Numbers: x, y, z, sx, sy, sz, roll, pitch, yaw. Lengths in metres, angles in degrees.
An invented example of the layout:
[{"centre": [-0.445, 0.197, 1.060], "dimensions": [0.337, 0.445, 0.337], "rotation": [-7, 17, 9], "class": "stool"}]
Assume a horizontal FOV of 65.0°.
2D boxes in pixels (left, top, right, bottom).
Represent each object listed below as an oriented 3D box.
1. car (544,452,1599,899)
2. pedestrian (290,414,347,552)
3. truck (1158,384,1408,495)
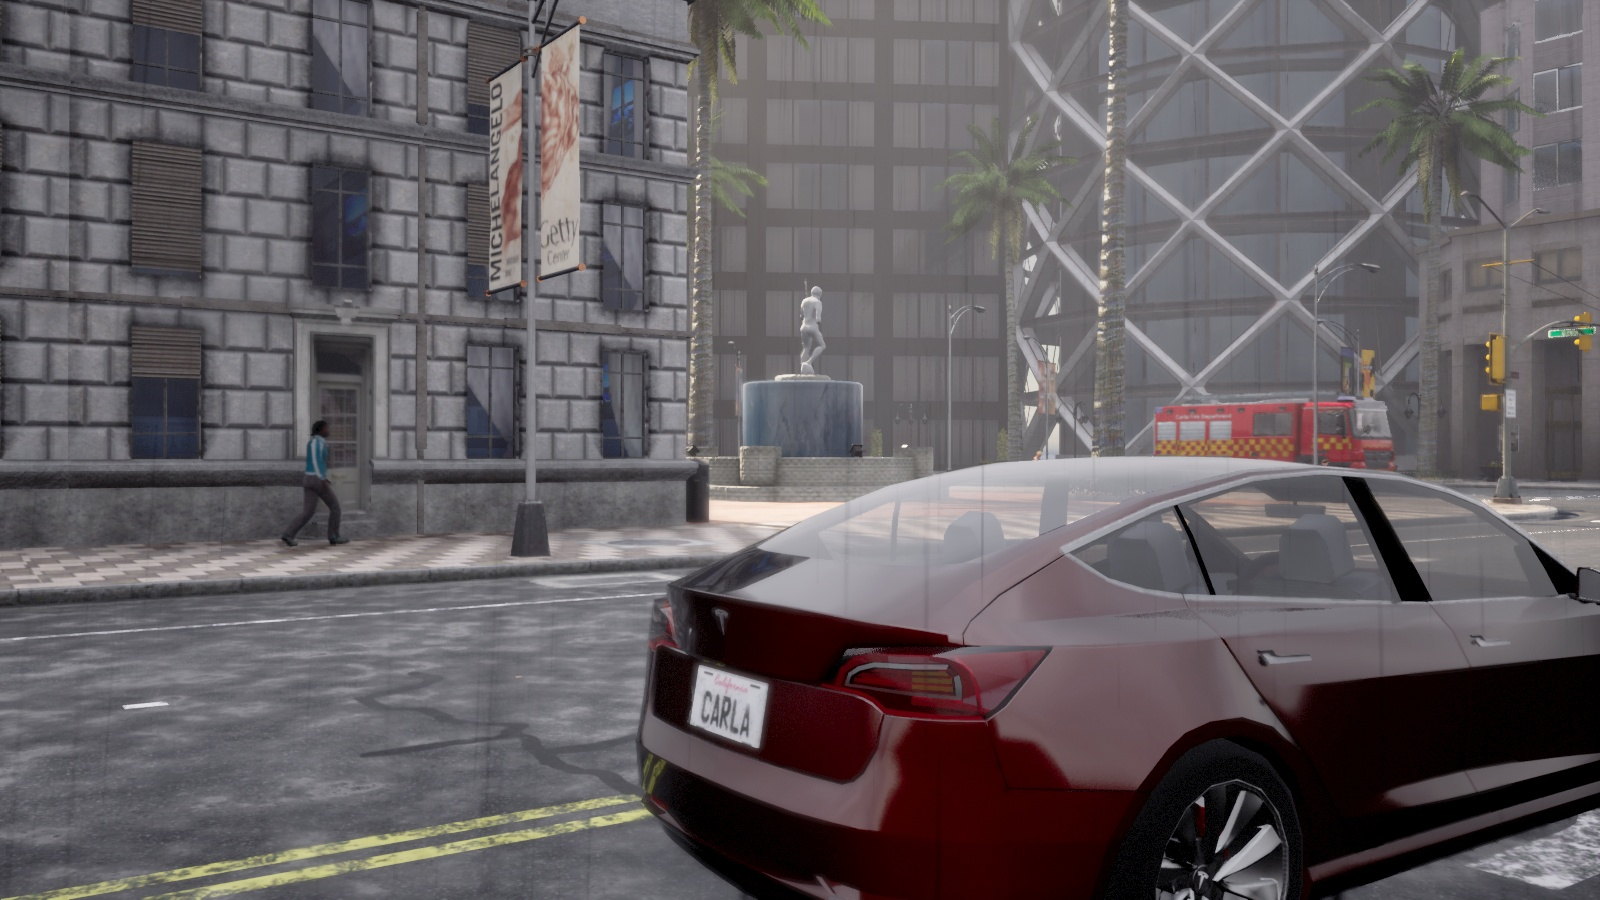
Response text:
[{"centre": [1.700, 0.753, 4.825], "dimensions": [4.792, 1.488, 2.163], "rotation": [0, 0, -35], "class": "car"}, {"centre": [-6.832, 0.460, 17.812], "dimensions": [0.692, 1.930, 0.396], "rotation": [0, 0, -30], "class": "pedestrian"}, {"centre": [18.013, -0.342, 47.407], "dimensions": [2.891, 3.827, 8.468], "rotation": [0, 0, -40], "class": "truck"}]
